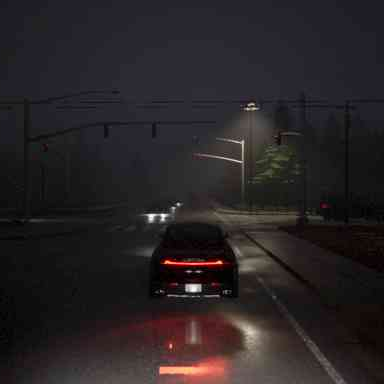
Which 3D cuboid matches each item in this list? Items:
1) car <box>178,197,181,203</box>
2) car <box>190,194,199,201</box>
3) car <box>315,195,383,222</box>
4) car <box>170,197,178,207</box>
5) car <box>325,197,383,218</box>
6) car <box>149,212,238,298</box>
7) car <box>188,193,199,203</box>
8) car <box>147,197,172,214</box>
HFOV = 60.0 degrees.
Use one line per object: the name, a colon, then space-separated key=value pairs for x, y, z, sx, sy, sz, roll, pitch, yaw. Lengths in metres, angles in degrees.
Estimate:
car: x=-3.343 y=1.601 z=69.013 sx=1.895 sy=1.301 sz=4.718 roll=0 pitch=0 yaw=1
car: x=0.574 y=1.355 z=80.928 sx=2.097 sy=1.767 sz=4.553 roll=0 pitch=0 yaw=2
car: x=12.518 y=1.248 z=25.835 sx=5.566 sy=2.045 sz=2.150 roll=0 pitch=0 yaw=-1
car: x=-3.581 y=1.506 z=51.396 sx=1.837 sy=1.490 sz=4.892 roll=0 pitch=0 yaw=0
car: x=14.588 y=1.379 z=29.638 sx=4.553 sy=1.767 sz=2.097 roll=0 pitch=0 yaw=1
car: x=0.048 y=1.501 z=8.502 sx=1.837 sy=1.490 sz=4.892 roll=0 pitch=0 yaw=1
car: x=0.301 y=1.224 z=70.535 sx=2.150 sy=2.045 sz=5.566 roll=0 pitch=0 yaw=2
car: x=-3.598 y=1.568 z=35.685 sx=1.994 sy=1.385 sz=4.181 roll=0 pitch=0 yaw=0
